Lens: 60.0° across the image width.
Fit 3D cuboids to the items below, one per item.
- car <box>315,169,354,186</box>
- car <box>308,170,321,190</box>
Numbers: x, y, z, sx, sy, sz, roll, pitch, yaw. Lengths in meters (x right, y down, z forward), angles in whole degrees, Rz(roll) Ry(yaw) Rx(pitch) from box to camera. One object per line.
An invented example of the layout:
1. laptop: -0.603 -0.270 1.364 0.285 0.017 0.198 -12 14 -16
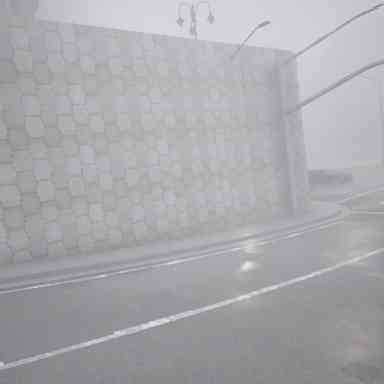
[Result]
1. car: 11.939 -1.365 30.040 1.882 1.535 5.008 -11 7 -35
2. car: 8.361 -0.756 29.125 1.812 1.442 4.674 -11 6 -35
